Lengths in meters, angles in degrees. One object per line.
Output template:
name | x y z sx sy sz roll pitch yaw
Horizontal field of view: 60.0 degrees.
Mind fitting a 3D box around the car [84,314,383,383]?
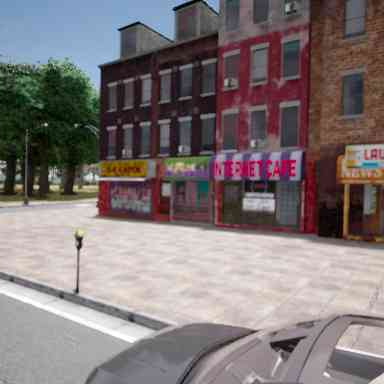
car | 1.062 1.549 2.039 4.403 1.369 2.008 1 1 35
